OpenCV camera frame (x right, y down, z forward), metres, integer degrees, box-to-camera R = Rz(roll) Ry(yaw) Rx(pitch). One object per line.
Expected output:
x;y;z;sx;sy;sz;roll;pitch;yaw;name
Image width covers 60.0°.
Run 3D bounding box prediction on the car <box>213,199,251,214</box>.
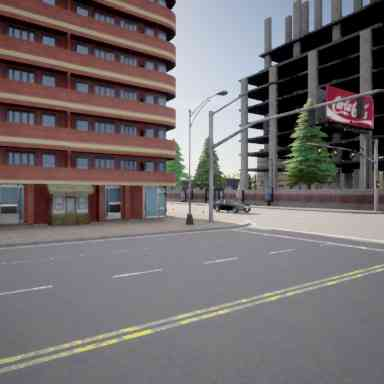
4.230;1.491;35.918;2.128;1.511;4.902;0;0;-35;car
